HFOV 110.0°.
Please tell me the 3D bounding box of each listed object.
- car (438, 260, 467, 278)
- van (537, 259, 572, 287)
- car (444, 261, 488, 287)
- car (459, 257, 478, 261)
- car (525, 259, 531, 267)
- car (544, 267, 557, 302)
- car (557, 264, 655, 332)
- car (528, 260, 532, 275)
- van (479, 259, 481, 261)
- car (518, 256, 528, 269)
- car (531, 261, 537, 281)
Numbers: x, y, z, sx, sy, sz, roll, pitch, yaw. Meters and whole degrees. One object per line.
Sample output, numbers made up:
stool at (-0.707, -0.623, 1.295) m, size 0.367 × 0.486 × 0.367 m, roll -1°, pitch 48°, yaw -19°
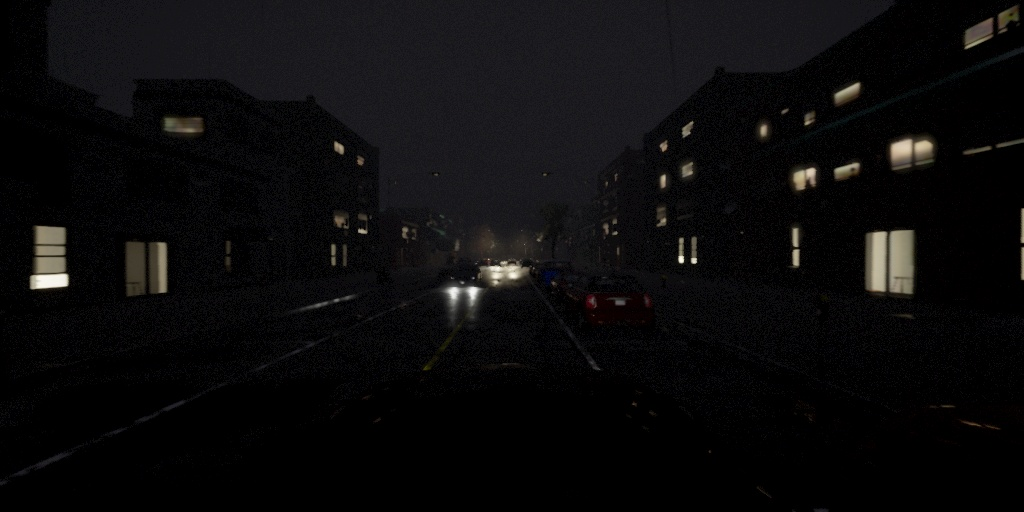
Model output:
car at (-5.680, 1.292, 33.036) m, size 2.007 × 1.370 × 4.403 m, roll 0°, pitch 0°, yaw 0°
van at (2.698, 1.085, 21.940) m, size 1.690 × 1.789 × 3.998 m, roll 0°, pitch 0°, yaw 0°
car at (-3.094, 1.291, 25.094) m, size 2.033 × 1.411 × 5.357 m, roll 0°, pitch 0°, yaw 0°
car at (-5.678, 1.052, 44.133) m, size 2.192 × 1.841 × 5.009 m, roll 0°, pitch 0°, yaw 0°
car at (2.702, 1.321, 38.585) m, size 1.802 × 1.307 × 4.207 m, roll 0°, pitch 0°, yaw 0°
car at (2.697, 1.328, 16.391) m, size 1.802 × 1.307 × 4.207 m, roll 0°, pitch 0°, yaw 0°
car at (2.695, 1.187, 10.843) m, size 1.967 × 1.591 × 4.097 m, roll 0°, pitch 0°, yaw 0°
car at (2.700, 1.323, 33.036) m, size 1.802 × 1.307 × 4.207 m, roll 0°, pitch 0°, yaw 0°
van at (-5.677, 1.077, 49.681) m, size 1.690 × 1.789 × 3.998 m, roll 0°, pitch 0°, yaw 0°
car at (2.367, 1.237, 56.509) m, size 1.837 × 1.490 × 4.892 m, roll 0°, pitch 0°, yaw 0°
car at (2.699, 1.288, 27.488) m, size 1.888 × 1.381 × 4.507 m, roll 0°, pitch 0°, yaw 0°
